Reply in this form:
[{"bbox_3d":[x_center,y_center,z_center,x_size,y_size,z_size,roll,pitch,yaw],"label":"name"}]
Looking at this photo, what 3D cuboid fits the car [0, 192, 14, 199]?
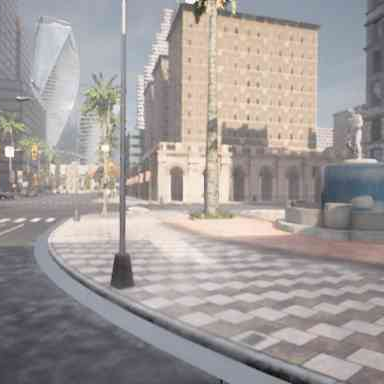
[{"bbox_3d":[-38.956,0.766,70.144,2.161,1.482,4.786,0,0,-15],"label":"car"}]
